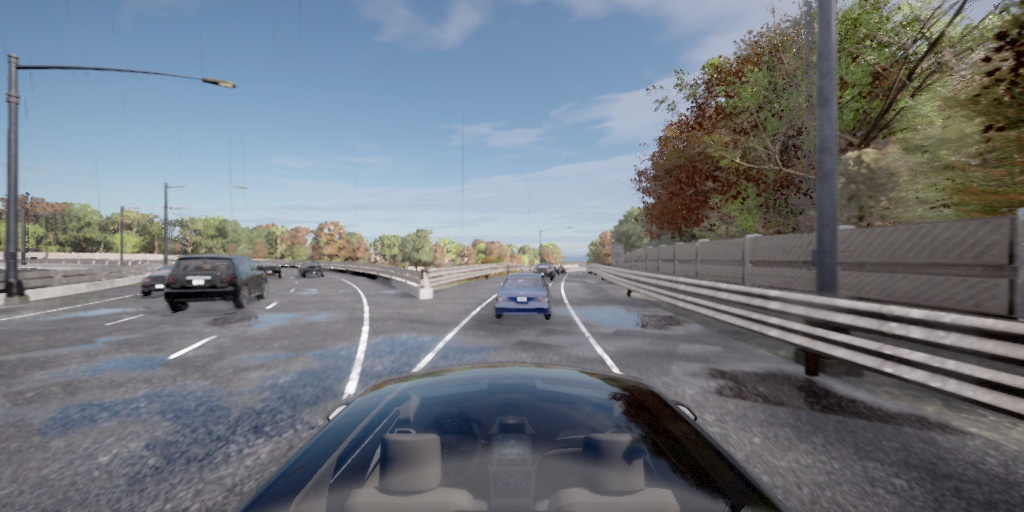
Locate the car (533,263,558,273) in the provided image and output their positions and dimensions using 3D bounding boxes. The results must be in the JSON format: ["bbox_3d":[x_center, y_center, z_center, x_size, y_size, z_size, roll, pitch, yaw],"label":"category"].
[{"bbox_3d":[2.849,1.379,31.901,1.812,1.442,4.674,0,-1,10],"label":"car"}]

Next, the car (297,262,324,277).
[{"bbox_3d":[-20.171,1.312,35.953,1.837,1.490,4.892,1,0,-36],"label":"car"}]

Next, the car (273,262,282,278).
[{"bbox_3d":[-23.180,1.272,34.151,1.882,1.535,5.008,0,0,-36],"label":"car"}]

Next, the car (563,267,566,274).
[{"bbox_3d":[7.358,2.238,58.057,1.895,1.301,4.718,0,-3,11],"label":"car"}]

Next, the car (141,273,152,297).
[{"bbox_3d":[-17.834,1.286,19.117,1.812,1.442,4.674,0,0,-28],"label":"car"}]

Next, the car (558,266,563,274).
[{"bbox_3d":[5.146,1.696,45.397,1.895,1.301,4.718,0,-2,10],"label":"car"}]

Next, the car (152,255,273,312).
[{"bbox_3d":[-11.636,0.983,14.518,2.150,2.045,5.566,0,0,-24],"label":"car"}]

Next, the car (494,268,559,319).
[{"bbox_3d":[0.480,1.334,13.085,2.033,1.411,5.357,0,0,4],"label":"car"}]
